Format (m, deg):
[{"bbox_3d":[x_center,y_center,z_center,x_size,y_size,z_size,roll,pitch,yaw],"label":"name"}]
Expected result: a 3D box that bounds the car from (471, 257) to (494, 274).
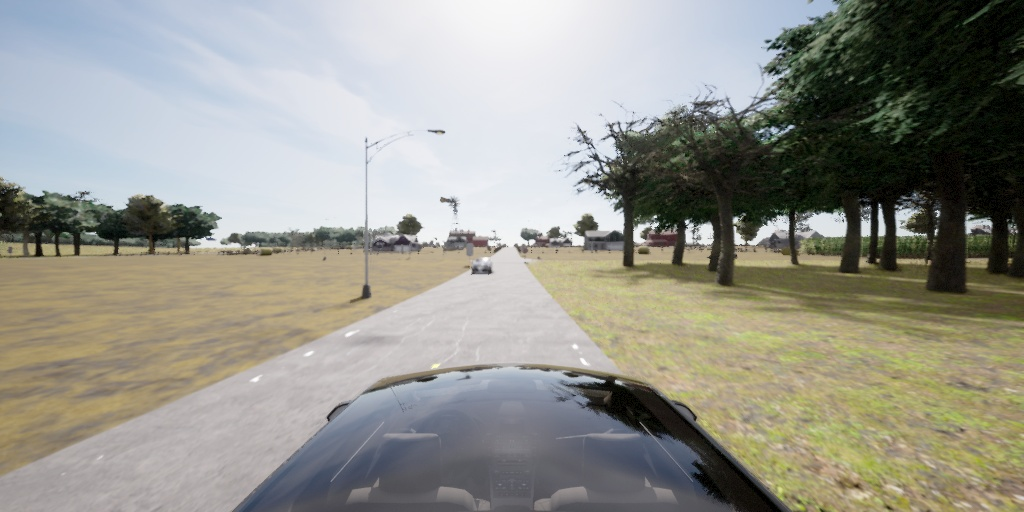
[{"bbox_3d":[-2.842,0.913,34.934,2.128,1.511,4.902,0,1,0],"label":"car"}]
